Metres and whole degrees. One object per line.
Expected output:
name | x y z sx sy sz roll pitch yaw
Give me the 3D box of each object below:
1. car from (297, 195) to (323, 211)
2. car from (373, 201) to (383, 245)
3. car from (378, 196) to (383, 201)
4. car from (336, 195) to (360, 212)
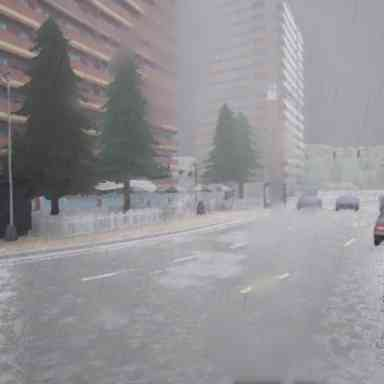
car | 11.973 1.063 33.690 1.882 1.535 5.008 -1 0 29
car | 8.591 1.307 13.667 2.033 1.411 5.357 -1 0 33
car | 17.068 1.015 28.308 1.837 1.490 4.892 -1 0 30
car | 15.022 1.024 31.971 1.882 1.535 5.008 -1 0 29
